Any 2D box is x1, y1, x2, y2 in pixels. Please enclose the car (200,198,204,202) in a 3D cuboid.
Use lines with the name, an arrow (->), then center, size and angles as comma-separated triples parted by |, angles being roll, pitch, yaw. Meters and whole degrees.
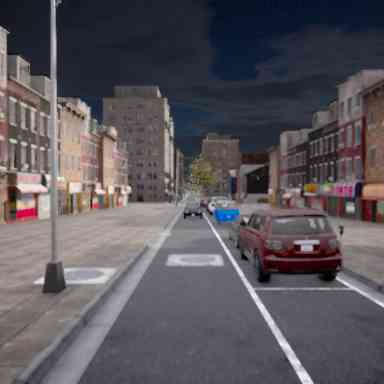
car -> 0.113, 1.923, 44.511 | 2.128, 1.511, 4.902 | 0, -1, 0

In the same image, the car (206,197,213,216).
car -> 3.036, 1.580, 37.953 | 2.150, 2.045, 5.566 | 0, -1, 0

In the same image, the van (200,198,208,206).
van -> 2.720, 2.236, 76.481 | 1.690, 1.788, 3.998 | -2, -1, 0

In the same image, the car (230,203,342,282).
car -> 2.631, 1.390, 9.987 | 2.192, 1.841, 5.009 | -1, 0, 0

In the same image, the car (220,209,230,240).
car -> 2.643, 1.671, 15.273 | 2.008, 1.369, 4.403 | -1, -1, 0

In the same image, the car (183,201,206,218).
car -> 0.120, 1.900, 33.320 | 1.895, 1.301, 4.718 | 0, -1, 0

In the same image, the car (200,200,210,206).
car -> 2.722, 2.393, 73.158 | 2.008, 1.369, 4.403 | -2, -1, 0

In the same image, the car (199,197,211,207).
car -> 2.708, 2.079, 68.177 | 2.192, 1.841, 5.009 | -2, -1, 0

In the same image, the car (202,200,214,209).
car -> 2.700, 2.150, 57.594 | 1.887, 1.381, 4.507 | -2, -1, 0

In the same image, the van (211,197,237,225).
van -> 2.653, 1.562, 25.856 | 1.690, 1.788, 3.998 | -1, -1, 0

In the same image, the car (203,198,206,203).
car -> 3.046, 1.664, 44.955 | 2.150, 2.045, 5.566 | 0, -1, 0
